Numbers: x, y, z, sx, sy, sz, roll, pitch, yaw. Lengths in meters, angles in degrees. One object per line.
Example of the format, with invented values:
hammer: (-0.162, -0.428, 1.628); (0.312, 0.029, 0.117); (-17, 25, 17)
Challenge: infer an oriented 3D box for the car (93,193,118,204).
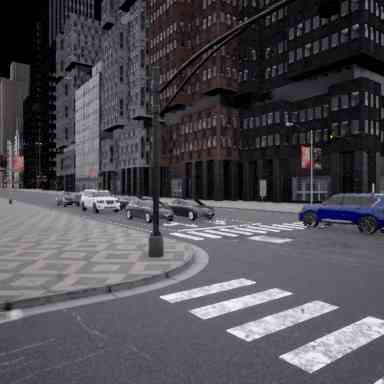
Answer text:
car: (-12.562, 0.859, 47.991); (1.837, 1.490, 4.892); (0, 0, -36)

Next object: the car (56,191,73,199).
car: (-25.045, 0.589, 65.299); (1.994, 1.385, 4.181); (0, 1, -36)

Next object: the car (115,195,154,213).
car: (-5.689, 1.107, 32.569); (1.837, 1.490, 4.892); (0, 1, -36)

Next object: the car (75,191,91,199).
car: (-21.843, 0.563, 66.416); (1.812, 1.442, 4.674); (0, 1, -36)

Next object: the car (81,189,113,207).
car: (-11.835, 0.671, 41.111); (2.150, 2.045, 5.566); (0, 1, -35)

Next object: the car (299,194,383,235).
car: (8.728, 1.100, 18.468); (2.150, 2.045, 5.566); (0, 1, -36)

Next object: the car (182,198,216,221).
car: (-0.248, 1.239, 24.979); (1.837, 1.490, 4.892); (0, 1, -38)

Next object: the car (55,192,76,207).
car: (-14.909, 0.990, 39.808); (2.033, 1.411, 5.357); (0, 1, -36)

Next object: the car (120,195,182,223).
car: (-3.013, 1.240, 23.299); (1.837, 1.490, 4.892); (0, 1, -36)

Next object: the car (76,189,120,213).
car: (-8.698, 0.819, 31.185); (2.150, 2.045, 5.566); (0, 1, -36)
